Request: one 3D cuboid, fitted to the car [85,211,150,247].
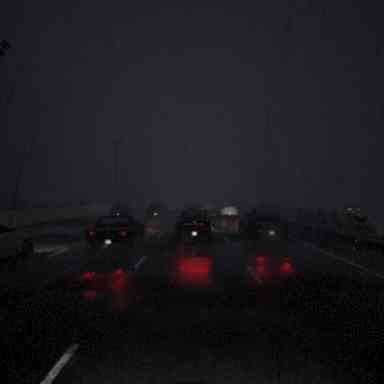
[{"bbox_3d":[-3.386,1.754,15.667,1.895,1.301,4.718,0,-1,0],"label":"car"}]

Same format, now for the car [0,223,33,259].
[{"bbox_3d":[-6.899,1.623,10.643,1.812,1.442,4.674,0,-1,0],"label":"car"}]

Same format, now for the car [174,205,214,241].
[{"bbox_3d":[0.115,1.667,17.628,1.837,1.490,4.892,0,-1,0],"label":"car"}]

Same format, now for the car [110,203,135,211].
[{"bbox_3d":[-6.872,1.827,33.250,1.837,1.490,4.892,0,-1,0],"label":"car"}]

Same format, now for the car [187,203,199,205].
[{"bbox_3d":[0.128,1.862,34.222,1.812,1.442,4.674,0,-1,0],"label":"car"}]

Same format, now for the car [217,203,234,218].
[{"bbox_3d":[3.628,1.862,34.211,1.812,1.442,4.674,0,-1,0],"label":"car"}]

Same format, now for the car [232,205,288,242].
[{"bbox_3d":[3.615,1.652,17.428,2.128,1.511,4.902,0,-1,0],"label":"car"}]

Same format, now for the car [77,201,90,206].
[{"bbox_3d":[-17.518,2.238,54.208,1.837,1.490,4.892,0,-1,1],"label":"car"}]

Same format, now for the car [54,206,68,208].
[{"bbox_3d":[-21.015,2.313,53.398,1.895,1.301,4.718,0,-1,1],"label":"car"}]

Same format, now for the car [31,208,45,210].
[{"bbox_3d":[-24.510,2.066,53.449,2.097,1.767,4.553,0,-1,1],"label":"car"}]

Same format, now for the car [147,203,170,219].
[{"bbox_3d":[-3.372,1.827,33.252,1.837,1.490,4.892,0,-1,0],"label":"car"}]
